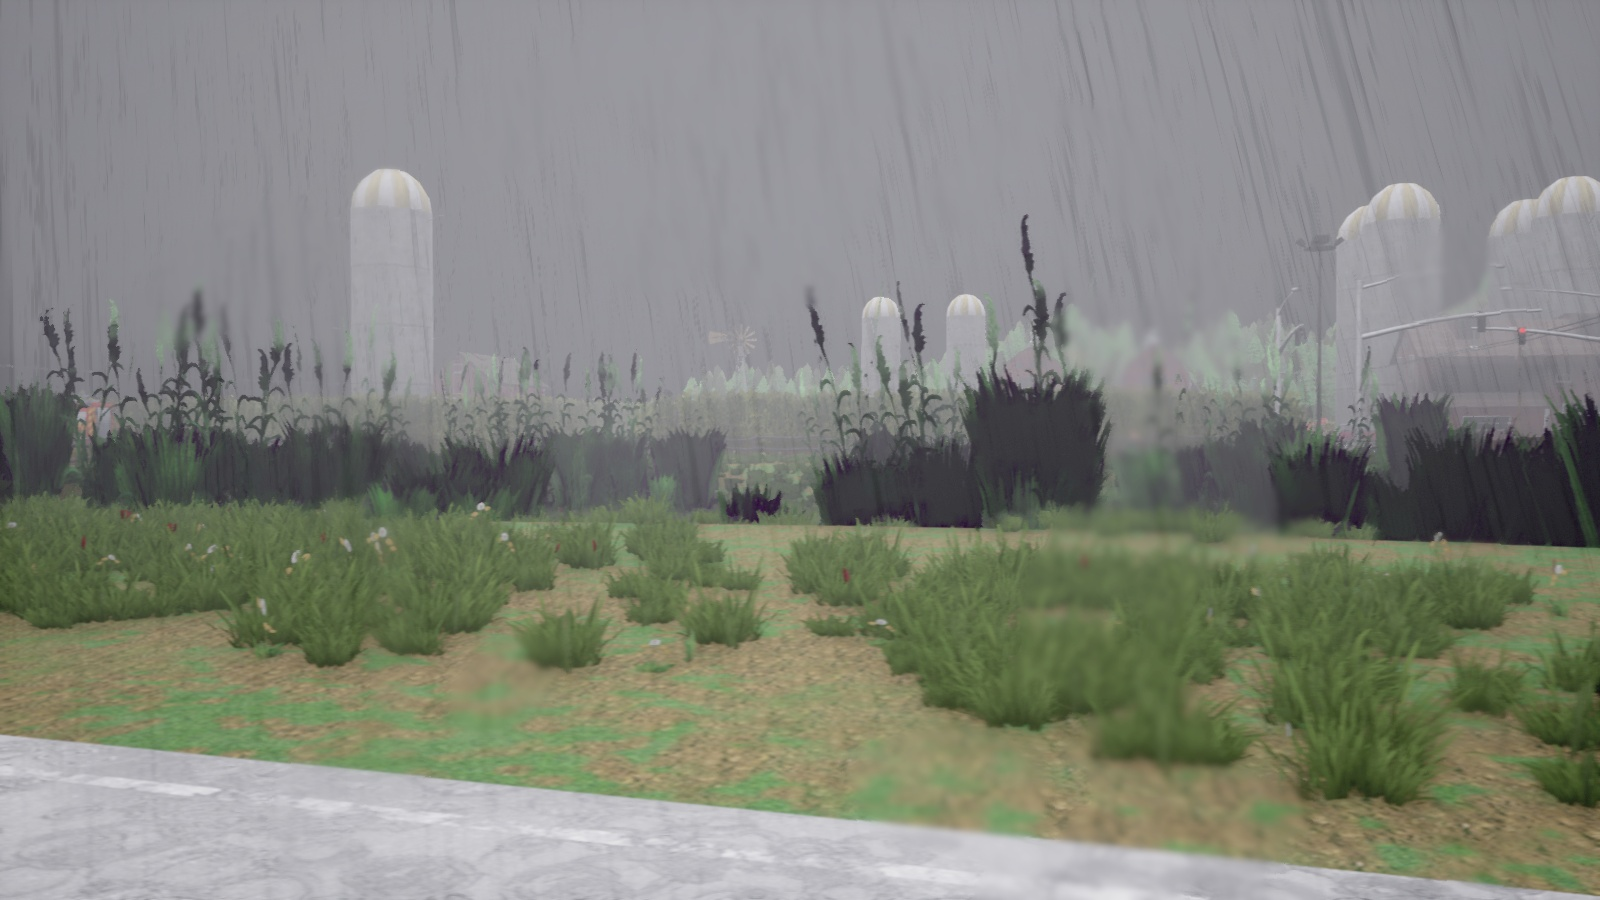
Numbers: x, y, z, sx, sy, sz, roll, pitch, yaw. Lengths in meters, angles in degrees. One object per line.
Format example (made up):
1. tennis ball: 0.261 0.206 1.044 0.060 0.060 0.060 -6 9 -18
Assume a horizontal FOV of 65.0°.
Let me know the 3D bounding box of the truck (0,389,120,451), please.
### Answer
1. truck: -48.023 -1.918 79.967 8.468 3.827 2.891 0 1 12
